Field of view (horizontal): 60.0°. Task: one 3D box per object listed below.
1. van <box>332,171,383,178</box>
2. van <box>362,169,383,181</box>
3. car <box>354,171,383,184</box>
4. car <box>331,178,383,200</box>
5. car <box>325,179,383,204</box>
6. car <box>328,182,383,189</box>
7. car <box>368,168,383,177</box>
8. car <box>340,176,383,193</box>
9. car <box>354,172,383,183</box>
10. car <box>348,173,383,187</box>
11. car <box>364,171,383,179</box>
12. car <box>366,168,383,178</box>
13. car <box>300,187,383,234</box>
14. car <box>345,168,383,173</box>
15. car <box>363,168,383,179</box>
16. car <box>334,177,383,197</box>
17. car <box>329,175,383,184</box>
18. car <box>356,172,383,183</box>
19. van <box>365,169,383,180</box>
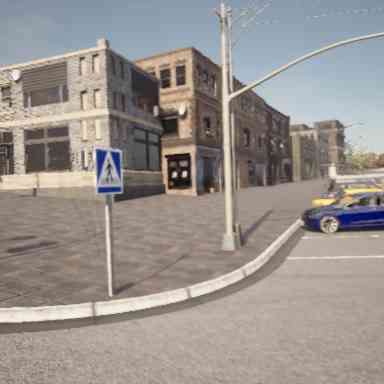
[{"bbox_3d":[11.155,-0.118,21.269,4.442,1.987,1.878,-3,2,7],"label":"van"},{"bbox_3d":[33.579,-3.130,60.489,4.442,1.987,1.878,-3,2,12],"label":"van"},{"bbox_3d":[27.204,-2.215,50.235,4.553,1.767,2.185,-3,3,11],"label":"car"},{"bbox_3d":[13.850,-0.244,26.631,4.674,1.452,2.002,-3,3,8],"label":"car"},{"bbox_3d":[12.435,-0.084,23.969,4.892,1.521,2.231,-3,2,7],"label":"car"},{"bbox_3d":[8.510,0.497,15.894,5.366,1.575,1.946,-3,2,6],"label":"car"},{"bbox_3d":[46.225,-4.774,80.856,5.566,2.045,2.435,-3,2,12],"label":"car"},{"bbox_3d":[18.155,-0.843,34.582,4.674,1.452,2.002,-3,3,9],"label":"car"},{"bbox_3d":[28.759,-2.291,52.826,4.892,1.521,2.231,-3,3,11],"label":"car"},{"bbox_3d":[24.118,-1.686,45.061,5.008,1.535,2.097,-3,3,10],"label":"car"},{"bbox_3d":[38.250,-3.508,68.164,5.008,1.535,2.097,-3,2,12],"label":"car"},{"bbox_3d":[42.984,-4.365,75.775,5.566,2.045,2.435,-3,3,12],"label":"car"},{"bbox_3d":[6.846,0.744,13.337,4.792,1.488,2.163,-3,3,6],"label":"car"},{"bbox_3d":[19.632,-1.336,37.209,5.566,2.045,2.435,-3,2,9],"label":"car"},{"bbox_3d":[39.801,-3.960,70.694,5.566,2.045,2.435,-3,3,12],"label":"car"},{"bbox_3d":[15.265,-0.443,29.297,4.674,1.452,2.002,-3,2,8],"label":"car"},{"bbox_3d":[9.643,0.188,18.606,4.553,1.767,2.185,-3,2,7],"label":"car"},{"bbox_3d":[30.309,-2.494,55.409,5.008,1.535,2.097,-3,2,11],"label":"car"},{"bbox_3d":[36.761,-3.536,65.590,4.442,1.987,1.878,-3,2,12],"label":"van"}]
